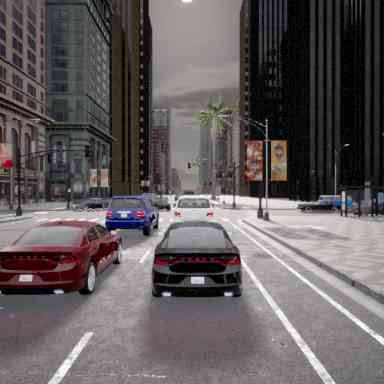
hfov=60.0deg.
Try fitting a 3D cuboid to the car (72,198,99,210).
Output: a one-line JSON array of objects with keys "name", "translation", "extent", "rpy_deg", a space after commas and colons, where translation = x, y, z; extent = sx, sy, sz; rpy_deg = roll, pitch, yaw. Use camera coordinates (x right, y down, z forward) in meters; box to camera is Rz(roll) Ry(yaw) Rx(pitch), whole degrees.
[{"name": "car", "translation": [-12.209, 1.493, 40.174], "extent": [2.128, 1.511, 4.902], "rpy_deg": [1, 0, 32]}]

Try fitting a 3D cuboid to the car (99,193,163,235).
[{"name": "car", "translation": [-3.189, 1.221, 18.626], "extent": [2.150, 2.045, 5.566], "rpy_deg": [0, 0, 2]}]

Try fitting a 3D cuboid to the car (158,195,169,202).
[{"name": "car", "translation": [-6.543, 1.530, 77.283], "extent": [2.128, 1.511, 4.902], "rpy_deg": [0, 0, 0]}]

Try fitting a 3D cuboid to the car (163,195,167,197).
[{"name": "car", "translation": [-6.561, 1.604, 66.953], "extent": [1.895, 1.301, 4.718], "rpy_deg": [0, 0, 1]}]

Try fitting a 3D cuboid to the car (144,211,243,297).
[{"name": "car", "translation": [0.094, 1.477, 8.608], "extent": [1.882, 1.535, 5.008], "rpy_deg": [0, 0, 0]}]

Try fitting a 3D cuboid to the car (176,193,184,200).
[{"name": "car", "translation": [-3.301, 1.194, 92.029], "extent": [2.097, 1.767, 4.553], "rpy_deg": [0, 0, 0]}]

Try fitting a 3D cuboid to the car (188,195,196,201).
[{"name": "car", "translation": [-0.046, 1.506, 83.234], "extent": [1.837, 1.490, 4.892], "rpy_deg": [0, 0, 0]}]

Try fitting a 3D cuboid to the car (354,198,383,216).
[{"name": "car", "translation": [17.053, 1.549, 31.272], "extent": [4.403, 1.369, 2.008], "rpy_deg": [0, 0, 0]}]

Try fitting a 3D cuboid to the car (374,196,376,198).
[{"name": "car", "translation": [23.982, 1.198, 37.136], "extent": [5.566, 2.045, 2.150], "rpy_deg": [0, 0, 0]}]

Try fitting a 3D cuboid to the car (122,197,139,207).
[{"name": "car", "translation": [-9.870, 1.528, 53.880], "extent": [1.812, 1.442, 4.674], "rpy_deg": [0, 0, 0]}]

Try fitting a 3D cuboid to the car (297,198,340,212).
[{"name": "car", "translation": [14.224, 1.584, 37.133], "extent": [4.718, 1.301, 1.895], "rpy_deg": [0, 0, 0]}]

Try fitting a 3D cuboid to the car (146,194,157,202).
[{"name": "car", "translation": [-9.794, 1.360, 80.644], "extent": [2.097, 1.767, 4.553], "rpy_deg": [0, 0, 0]}]

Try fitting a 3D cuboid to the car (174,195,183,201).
[{"name": "car", "translation": [-3.295, 1.497, 81.639], "extent": [1.837, 1.490, 4.892], "rpy_deg": [0, 0, 0]}]

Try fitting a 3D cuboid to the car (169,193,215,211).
[{"name": "car", "translation": [0.091, 1.221, 18.568], "extent": [2.150, 2.045, 5.566], "rpy_deg": [0, 0, 0]}]

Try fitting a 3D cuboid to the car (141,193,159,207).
[{"name": "car", "translation": [-6.618, 1.222, 52.828], "extent": [2.150, 2.045, 5.566], "rpy_deg": [0, 0, 1]}]

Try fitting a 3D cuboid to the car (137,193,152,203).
[{"name": "car", "translation": [-9.788, 1.225, 68.798], "extent": [2.150, 2.045, 5.566], "rpy_deg": [0, 0, 0]}]

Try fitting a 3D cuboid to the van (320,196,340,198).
[{"name": "van", "translation": [17.044, 1.315, 39.796], "extent": [3.998, 1.788, 1.690], "rpy_deg": [0, 0, 0]}]

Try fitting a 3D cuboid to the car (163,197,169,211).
[{"name": "car", "translation": [-4.063, 1.602, 39.544], "extent": [1.895, 1.301, 4.718], "rpy_deg": [0, 0, -25]}]

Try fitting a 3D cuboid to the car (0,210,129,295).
[{"name": "car", "translation": [-3.155, 1.477, 8.761], "extent": [1.882, 1.535, 5.008], "rpy_deg": [0, 0, 0]}]
